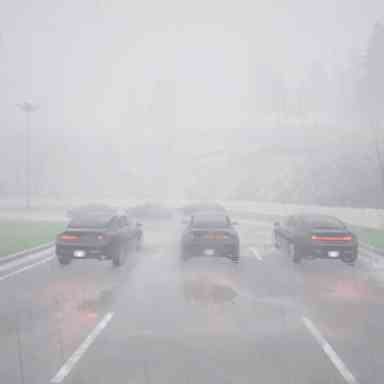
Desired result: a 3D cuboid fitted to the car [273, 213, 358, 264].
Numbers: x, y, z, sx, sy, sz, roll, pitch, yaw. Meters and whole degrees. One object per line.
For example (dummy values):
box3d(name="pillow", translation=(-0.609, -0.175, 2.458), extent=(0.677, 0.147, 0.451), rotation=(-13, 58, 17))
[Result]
box3d(name="car", translation=(4.135, 1.512, 11.818), extent=(1.837, 1.490, 4.892), rotation=(0, 0, 3))

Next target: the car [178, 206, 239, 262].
box3d(name="car", translation=(0.645, 1.493, 12.037), extent=(1.837, 1.490, 4.892), rotation=(0, 0, 3))

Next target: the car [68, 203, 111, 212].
box3d(name="car", translation=(-7.441, 1.490, 24.783), extent=(4.181, 1.385, 1.994), rotation=(0, 0, 36))

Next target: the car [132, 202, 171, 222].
box3d(name="car", translation=(-3.521, 1.510, 26.243), extent=(1.994, 1.385, 4.181), rotation=(1, 0, -44))

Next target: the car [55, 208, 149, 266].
box3d(name="car", translation=(-2.919, 1.469, 11.362), extent=(1.837, 1.490, 4.892), rotation=(0, -1, 3))

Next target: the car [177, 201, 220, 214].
box3d(name="car", translation=(0.668, 1.463, 26.661), extent=(2.128, 1.511, 4.902), rotation=(1, 0, -34))
